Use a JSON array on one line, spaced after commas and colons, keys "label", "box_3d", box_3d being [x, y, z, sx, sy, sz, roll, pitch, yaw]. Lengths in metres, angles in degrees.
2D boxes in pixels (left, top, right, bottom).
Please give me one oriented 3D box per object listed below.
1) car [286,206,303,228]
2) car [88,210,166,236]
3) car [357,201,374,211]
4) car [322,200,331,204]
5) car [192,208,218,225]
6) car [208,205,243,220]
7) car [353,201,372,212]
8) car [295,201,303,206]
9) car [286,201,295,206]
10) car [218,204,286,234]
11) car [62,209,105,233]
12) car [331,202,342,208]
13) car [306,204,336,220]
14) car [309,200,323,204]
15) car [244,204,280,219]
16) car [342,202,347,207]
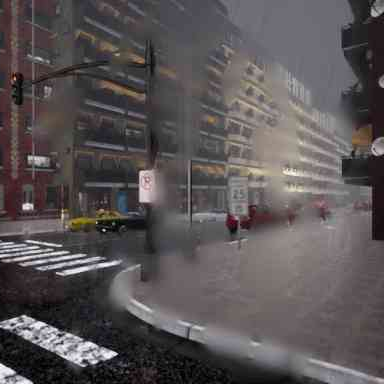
[{"label": "car", "box_3d": [7.324, 2.043, 26.619, 1.887, 1.381, 4.507, -1, -2, 35]}, {"label": "car", "box_3d": [-3.765, 1.911, 20.794, 1.895, 1.301, 4.718, 0, -1, 35]}, {"label": "car", "box_3d": [33.306, 2.621, 63.742, 2.192, 1.841, 5.009, -1, -2, 35]}, {"label": "car", "box_3d": [26.433, 2.640, 68.479, 2.192, 1.841, 5.009, -1, -2, 35]}, {"label": "car", "box_3d": [1.981, 2.093, 29.001, 1.895, 1.301, 4.718, 0, -1, 35]}, {"label": "car", "box_3d": [3.699, 2.164, 35.995, 1.887, 1.381, 4.507, -1, -2, 35]}, {"label": "car", "box_3d": [30.057, 2.522, 59.101, 2.192, 1.841, 5.009, -1, -2, 35]}, {"label": "car", "box_3d": [16.689, 2.340, 54.560, 2.192, 1.841, 5.009, -1, -2, 35]}, {"label": "car", "box_3d": [13.344, 2.446, 49.775, 1.752, 1.417, 4.829, -1, -2, 35]}, {"label": "car", "box_3d": [4.074, 1.711, 21.986, 2.192, 1.841, 5.009, -1, -2, 35]}, {"label": "car", "box_3d": [-6.143, 1.834, 21.937, 1.752, 1.417, 4.829, -1, -2, 35]}, {"label": "car", "box_3d": [32.931, 3.067, 77.753, 1.887, 1.381, 4.507, -1, -2, 35]}, {"label": "car", "box_3d": [13.820, 2.284, 35.897, 1.802, 1.307, 4.206, -1, -2, 35]}, {"label": "car", "box_3d": [23.187, 2.771, 63.834, 1.887, 1.381, 4.507, -1, -2, 35]}, {"label": "car", "box_3d": [7.954, 2.171, 37.513, 2.128, 1.511, 4.902, 0, -1, 35]}, {"label": "car", "box_3d": [39.428, 3.282, 87.033, 1.947, 1.339, 4.313, -1, -2, 35]}]
